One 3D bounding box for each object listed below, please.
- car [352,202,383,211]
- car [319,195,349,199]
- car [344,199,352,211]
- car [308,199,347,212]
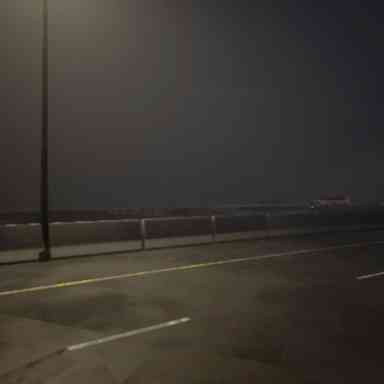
[{"bbox_3d":[16.709,1.724,29.184,4.718,1.301,1.895,0,0,-24],"label":"car"},{"bbox_3d":[16.845,1.367,40.685,5.566,2.045,2.150,0,0,-23],"label":"car"},{"bbox_3d":[17.939,1.700,33.515,4.181,1.385,1.994,0,0,-23],"label":"car"},{"bbox_3d":[15.298,1.732,36.221,4.718,1.301,1.895,0,0,-23],"label":"car"}]
